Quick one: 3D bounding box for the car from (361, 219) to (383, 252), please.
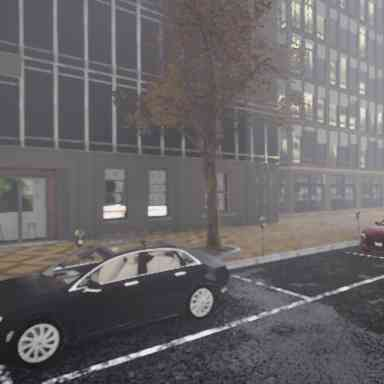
[{"bbox_3d":[7.968,1.458,12.241,4.507,1.381,1.887,0,0,-35],"label":"car"}]

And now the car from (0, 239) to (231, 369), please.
[{"bbox_3d":[-1.314,1.539,5.622,4.403,1.369,2.008,0,0,-35],"label":"car"}]
